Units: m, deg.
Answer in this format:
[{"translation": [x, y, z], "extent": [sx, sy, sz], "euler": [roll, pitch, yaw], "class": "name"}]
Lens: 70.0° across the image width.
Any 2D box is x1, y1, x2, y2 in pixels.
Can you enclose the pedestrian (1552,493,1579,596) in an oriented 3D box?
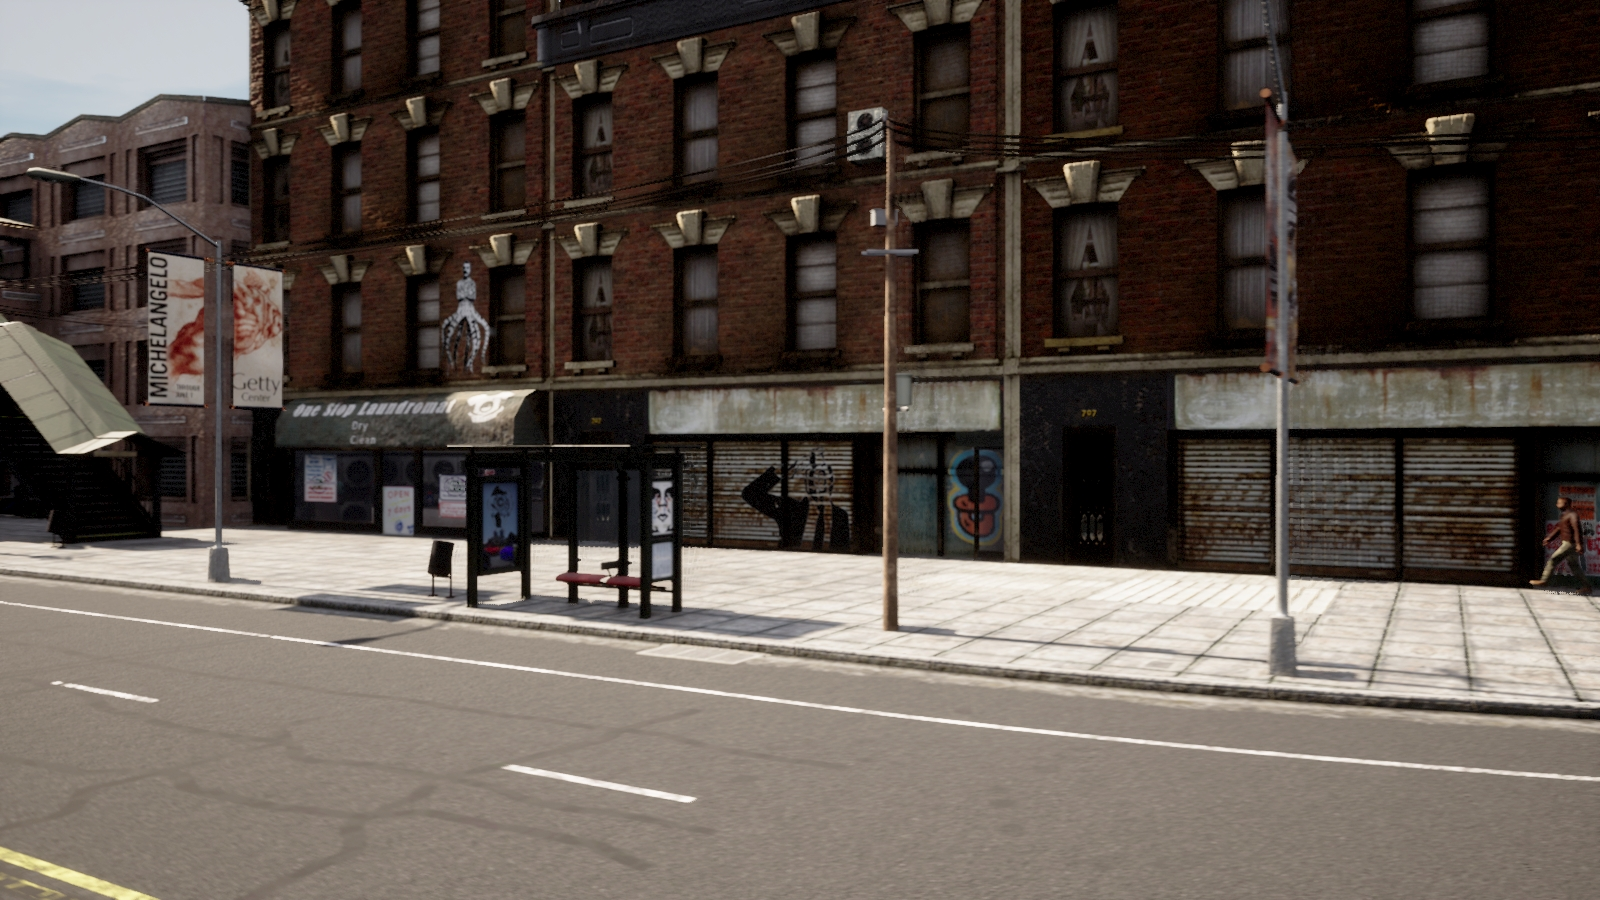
[{"translation": [14.129, 1.726, 21.094], "extent": [0.375, 1.860, 0.375], "euler": [0, 0, 25], "class": "pedestrian"}]
